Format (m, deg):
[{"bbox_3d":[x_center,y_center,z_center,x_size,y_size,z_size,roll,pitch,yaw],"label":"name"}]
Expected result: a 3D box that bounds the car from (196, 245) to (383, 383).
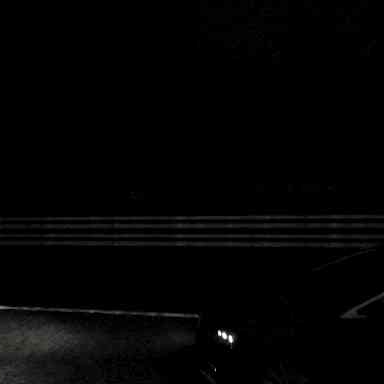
[{"bbox_3d":[2.496,1.353,3.607,4.902,1.511,2.128,-1,1,10],"label":"car"}]
